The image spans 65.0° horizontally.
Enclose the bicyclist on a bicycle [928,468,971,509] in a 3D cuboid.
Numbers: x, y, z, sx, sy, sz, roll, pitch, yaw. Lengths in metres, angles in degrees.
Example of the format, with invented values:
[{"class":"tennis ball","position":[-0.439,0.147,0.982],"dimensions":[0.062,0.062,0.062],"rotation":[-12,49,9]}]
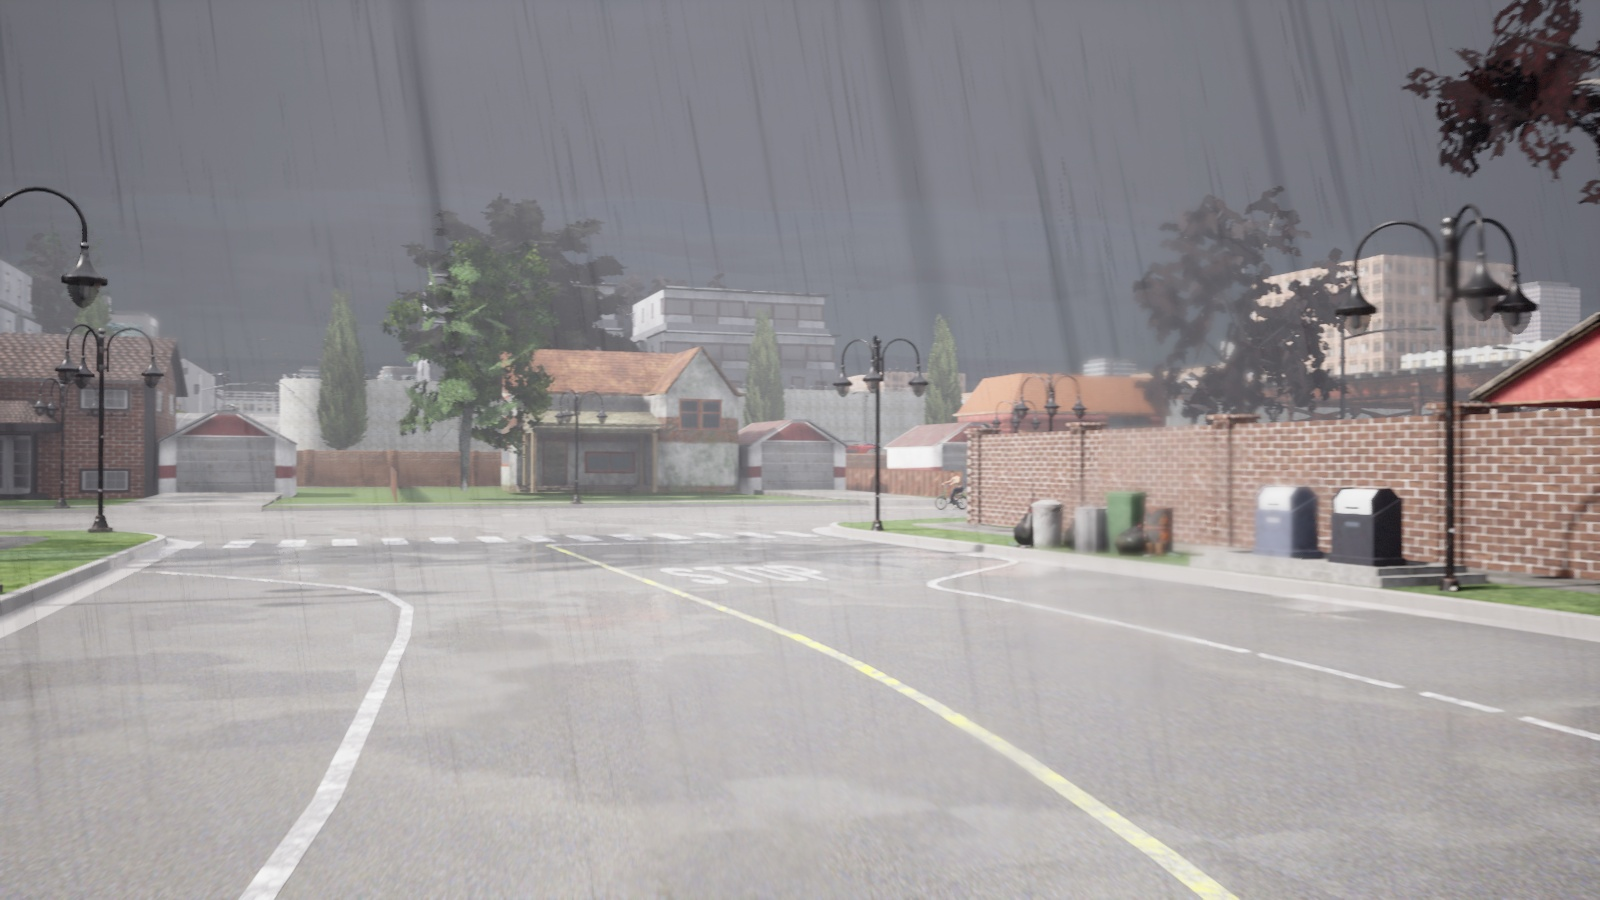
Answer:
[{"class":"bicyclist on a bicycle","position":[6.037,1.556,50.820],"dimensions":[1.509,1.612,0.866],"rotation":[0,-1,-20]}]
